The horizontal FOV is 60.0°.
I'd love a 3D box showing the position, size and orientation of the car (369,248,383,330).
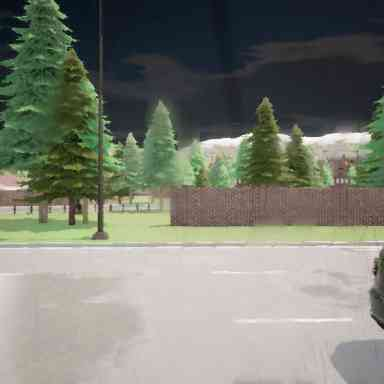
[{"bbox_3d":[5.204,1.229,4.098,5.566,2.045,2.150,0,0,-2],"label":"car"}]
